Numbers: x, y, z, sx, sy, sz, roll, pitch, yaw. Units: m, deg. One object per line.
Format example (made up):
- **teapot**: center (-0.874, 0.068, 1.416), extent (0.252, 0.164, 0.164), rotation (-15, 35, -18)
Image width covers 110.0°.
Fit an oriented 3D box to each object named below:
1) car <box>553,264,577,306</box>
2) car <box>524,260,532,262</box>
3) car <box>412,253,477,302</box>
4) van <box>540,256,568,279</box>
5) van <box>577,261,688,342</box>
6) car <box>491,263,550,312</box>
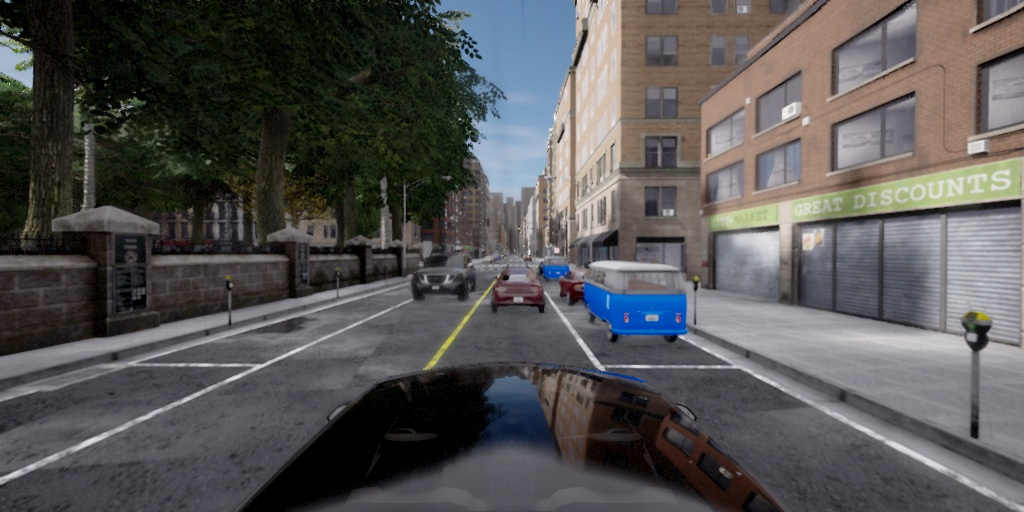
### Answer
- **car**: center (3.006, 1.198, 14.962), extent (1.888, 1.381, 4.507), rotation (0, 0, 1)
- **car**: center (0.385, 1.169, 25.802), extent (1.895, 1.301, 4.718), rotation (0, 0, 1)
- **car**: center (-2.927, 0.858, 16.694), extent (2.150, 2.045, 5.566), rotation (0, 0, 1)
- **van**: center (3.148, 0.906, 26.282), extent (1.690, 1.789, 3.998), rotation (0, 0, 1)
- **van**: center (2.935, 1.037, 9.301), extent (1.690, 1.789, 3.998), rotation (0, 0, 1)
- **car**: center (0.233, 1.188, 13.625), extent (1.812, 1.442, 4.674), rotation (0, 1, 1)
